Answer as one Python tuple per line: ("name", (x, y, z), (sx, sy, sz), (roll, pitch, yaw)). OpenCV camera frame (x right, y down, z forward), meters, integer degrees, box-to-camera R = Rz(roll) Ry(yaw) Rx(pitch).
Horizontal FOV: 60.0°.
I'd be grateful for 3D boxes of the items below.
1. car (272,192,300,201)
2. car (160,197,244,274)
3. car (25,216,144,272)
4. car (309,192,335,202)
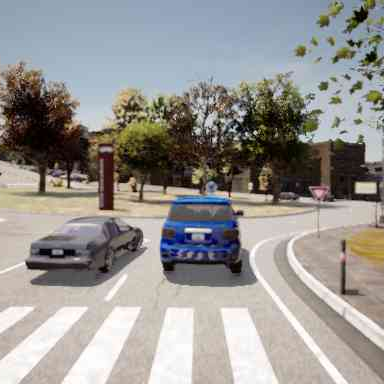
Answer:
("car", (16.033, 0.705, 56.796), (2.033, 1.411, 5.357), (-1, 2, -23))
("car", (0.477, 1.166, 10.667), (2.150, 2.045, 5.566), (0, 0, 7))
("car", (-3.014, 1.489, 10.580), (2.033, 1.411, 5.357), (0, 1, 6))
("car", (20.630, 0.759, 53.107), (2.128, 1.511, 4.902), (0, 2, -15))
